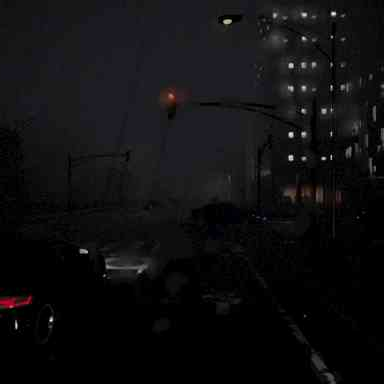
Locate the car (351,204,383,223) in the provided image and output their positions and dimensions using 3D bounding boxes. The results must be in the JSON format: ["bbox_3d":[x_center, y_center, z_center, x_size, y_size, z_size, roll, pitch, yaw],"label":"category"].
[{"bbox_3d":[13.746,1.447,23.064,4.718,1.301,1.895,0,0,2],"label":"car"}]

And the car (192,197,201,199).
[{"bbox_3d":[1.002,1.600,65.467,1.895,1.301,4.718,0,0,5],"label":"car"}]

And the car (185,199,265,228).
[{"bbox_3d":[2.305,1.428,21.967,5.008,1.535,1.882,-1,1,28],"label":"car"}]

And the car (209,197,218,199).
[{"bbox_3d":[4.019,1.546,62.351,2.033,1.411,5.357,0,0,5],"label":"car"}]

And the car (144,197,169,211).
[{"bbox_3d":[-4.462,1.483,40.032,2.128,1.511,4.902,0,0,5],"label":"car"}]

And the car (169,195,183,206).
[{"bbox_3d":[-3.279,1.540,54.930,2.033,1.411,5.357,0,0,5],"label":"car"}]

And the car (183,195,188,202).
[{"bbox_3d":[-1.985,1.473,70.176,1.882,1.535,5.008,0,0,5],"label":"car"}]

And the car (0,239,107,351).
[{"bbox_3d":[-3.024,1.563,6.236,1.994,1.385,4.181,0,0,1],"label":"car"}]
